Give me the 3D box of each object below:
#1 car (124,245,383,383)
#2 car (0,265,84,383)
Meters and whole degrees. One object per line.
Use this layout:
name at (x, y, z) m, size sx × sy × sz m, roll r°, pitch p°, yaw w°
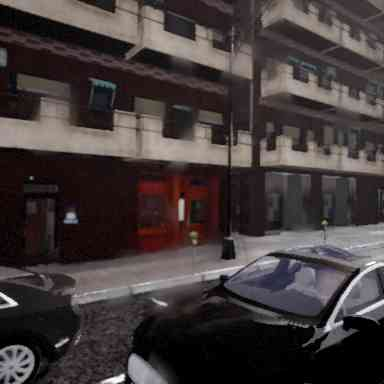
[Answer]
car at (1.572, 1.501, 4.178) m, size 4.902 × 1.511 × 2.128 m, roll 0°, pitch 0°, yaw -35°
car at (-3.467, 1.549, 3.583) m, size 4.403 × 1.369 × 2.008 m, roll 0°, pitch 1°, yaw -35°
